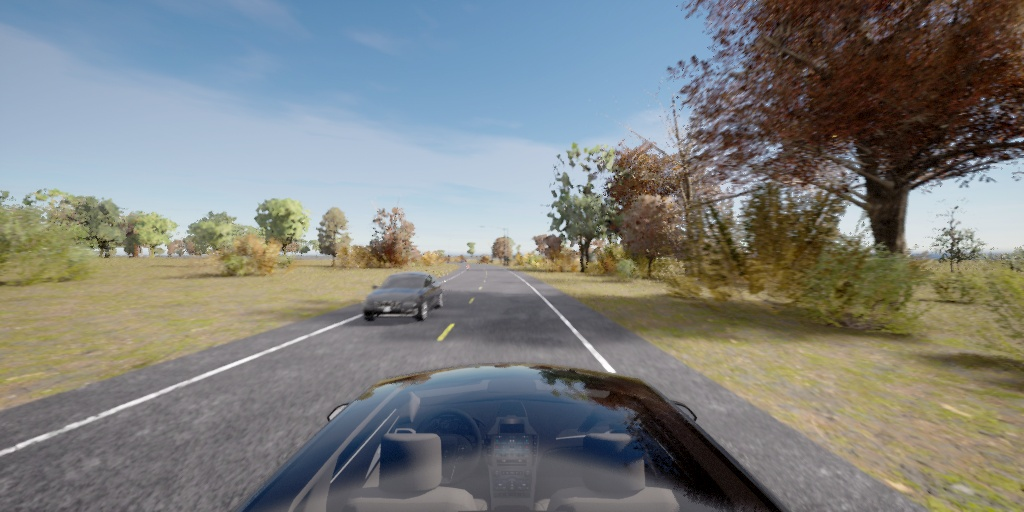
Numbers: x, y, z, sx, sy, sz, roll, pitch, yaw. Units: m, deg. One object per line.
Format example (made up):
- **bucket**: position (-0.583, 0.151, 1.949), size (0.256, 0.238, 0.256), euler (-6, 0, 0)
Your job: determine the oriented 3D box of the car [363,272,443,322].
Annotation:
- **car**: position (-3.701, 1.348, 12.918), size (1.837, 1.490, 4.892), euler (0, -1, -1)
